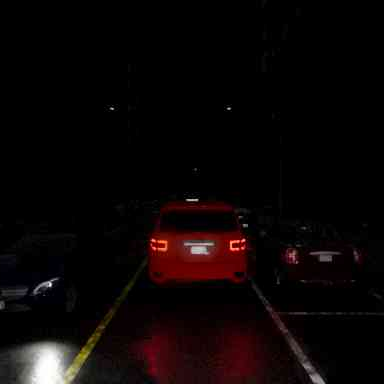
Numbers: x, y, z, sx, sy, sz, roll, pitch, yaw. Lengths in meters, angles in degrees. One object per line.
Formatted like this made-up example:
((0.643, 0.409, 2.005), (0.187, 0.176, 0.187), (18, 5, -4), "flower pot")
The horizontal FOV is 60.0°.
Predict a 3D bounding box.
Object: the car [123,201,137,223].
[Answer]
((-5.660, 1.593, 25.550), (1.802, 1.307, 4.206), (0, 0, 0), "car")

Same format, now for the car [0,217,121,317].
((-3.098, 1.528, 7.585), (1.812, 1.442, 4.674), (0, 0, 0), "car")

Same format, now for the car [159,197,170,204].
((-5.605, 1.651, 68.154), (1.802, 1.307, 4.206), (0, 0, 0), "car")

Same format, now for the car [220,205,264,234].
((2.863, 1.559, 20.045), (2.008, 1.369, 4.403), (0, 0, 0), "car")

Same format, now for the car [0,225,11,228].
((-5.667, 1.585, 9.046), (1.802, 1.307, 4.206), (0, 0, 0), "car")

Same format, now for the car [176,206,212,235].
((0.108, 1.609, 19.896), (1.895, 1.301, 4.718), (0, 0, 0), "car")

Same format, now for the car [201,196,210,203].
((2.932, 1.607, 73.716), (1.752, 1.417, 4.829), (0, 0, 0), "car")

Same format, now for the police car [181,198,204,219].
((0.013, 1.439, 30.160), (1.930, 1.638, 5.238), (0, 0, 0), "police car")

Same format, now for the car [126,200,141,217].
((-5.658, 1.455, 31.052), (1.967, 1.590, 4.097), (0, 0, 0), "car")

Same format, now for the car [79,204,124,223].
((-5.662, 1.574, 20.049), (1.947, 1.339, 4.313), (0, 0, 0), "car")

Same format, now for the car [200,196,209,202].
((2.945, 1.645, 78.955), (2.008, 1.369, 4.403), (0, 0, 0), "car")

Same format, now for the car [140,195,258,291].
((0.108, 1.225, 9.126), (2.150, 2.045, 5.566), (0, 0, -1), "car")

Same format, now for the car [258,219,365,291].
((2.858, 1.443, 9.042), (1.967, 1.590, 4.097), (0, 0, 0), "car")

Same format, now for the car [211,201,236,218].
((2.868, 1.581, 31.047), (1.947, 1.339, 4.313), (0, 0, 0), "car")
